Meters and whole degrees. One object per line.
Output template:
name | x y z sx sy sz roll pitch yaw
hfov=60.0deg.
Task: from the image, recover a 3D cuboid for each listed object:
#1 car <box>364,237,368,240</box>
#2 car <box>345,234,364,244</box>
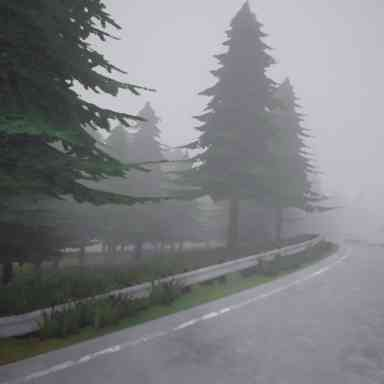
car | 26.273 7.638 51.659 2.033 1.411 5.357 1 -8 39
car | 20.516 6.015 42.283 1.895 1.301 4.718 2 -8 27
